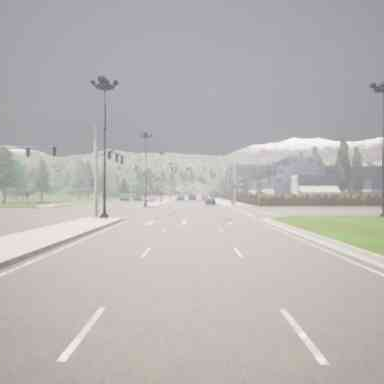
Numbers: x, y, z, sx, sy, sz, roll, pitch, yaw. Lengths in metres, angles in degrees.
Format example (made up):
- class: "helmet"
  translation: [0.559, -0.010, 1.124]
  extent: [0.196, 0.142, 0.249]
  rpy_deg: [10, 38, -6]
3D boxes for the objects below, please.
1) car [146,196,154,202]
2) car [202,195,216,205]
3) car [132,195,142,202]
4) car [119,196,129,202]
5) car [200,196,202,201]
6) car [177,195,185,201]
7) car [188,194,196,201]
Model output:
- class: "car"
  translation: [-11.422, 1.872, 90.189]
  extent: [1.812, 1.442, 4.674]
  rpy_deg: [0, 0, 0]
- class: "car"
  translation: [3.517, 1.737, 63.496]
  extent: [2.128, 1.511, 4.902]
  rpy_deg: [0, 0, 0]
- class: "car"
  translation: [-14.921, 1.704, 90.244]
  extent: [2.097, 1.767, 4.553]
  rpy_deg: [0, 0, 0]
- class: "car"
  translation: [-18.421, 1.827, 90.237]
  extent: [1.882, 1.535, 5.008]
  rpy_deg: [0, 0, 0]
- class: "car"
  translation: [3.610, 1.710, 94.715]
  extent: [2.097, 1.767, 4.553]
  rpy_deg: [0, 0, 0]
- class: "car"
  translation: [-3.392, 1.897, 94.489]
  extent: [2.033, 1.411, 5.357]
  rpy_deg: [0, 0, 0]
- class: "car"
  translation: [0.105, 1.579, 94.080]
  extent: [2.150, 2.045, 5.566]
  rpy_deg: [0, 0, 0]
